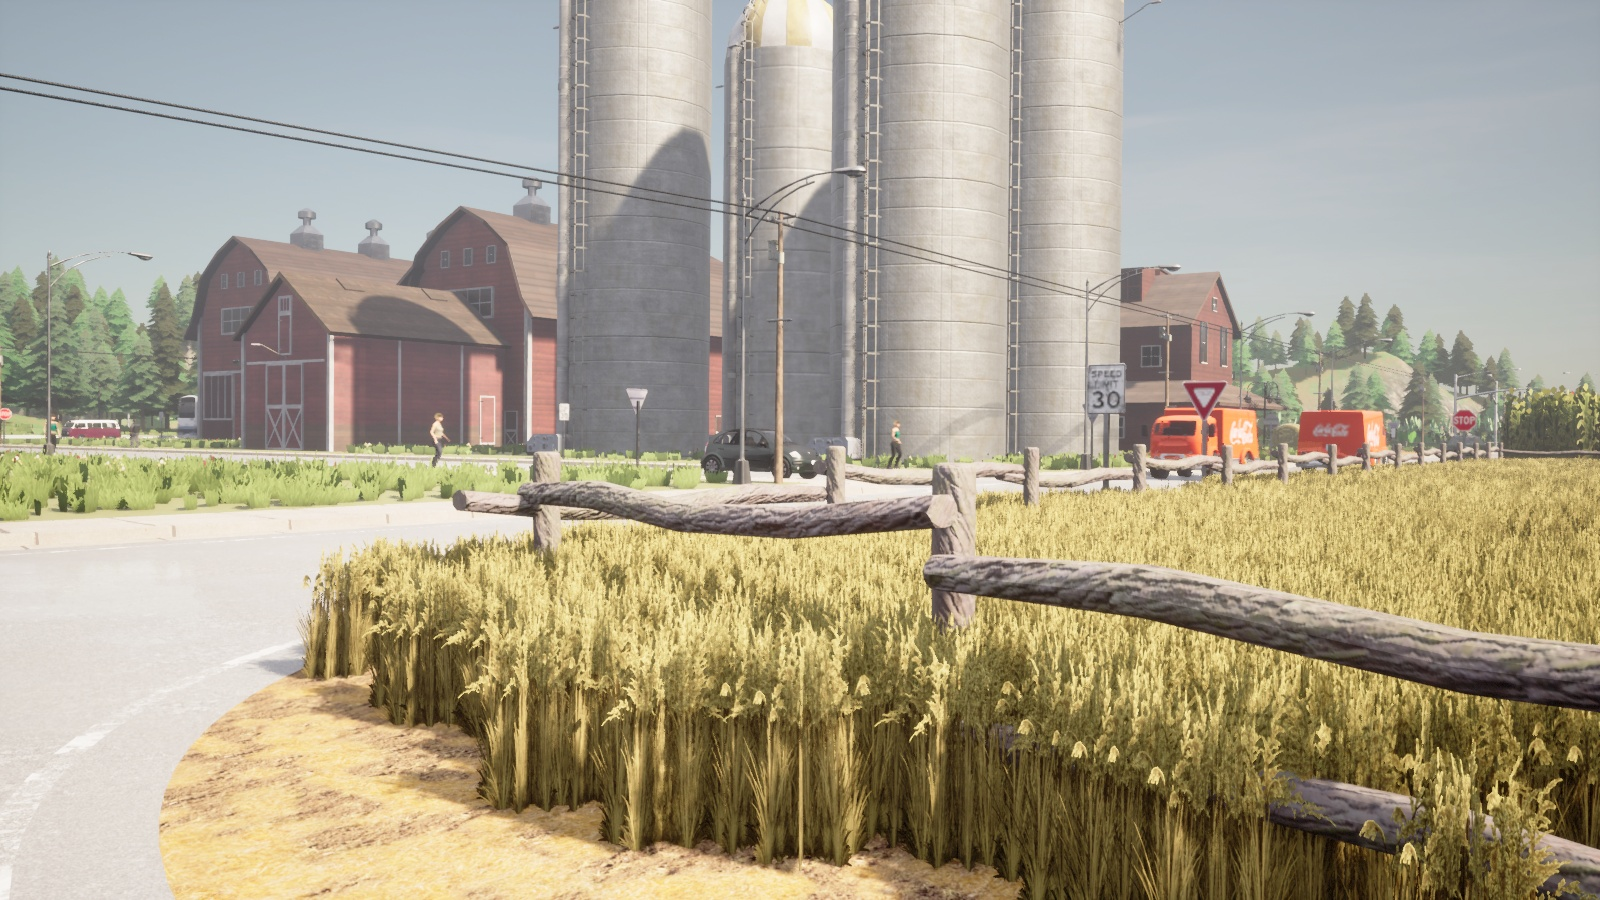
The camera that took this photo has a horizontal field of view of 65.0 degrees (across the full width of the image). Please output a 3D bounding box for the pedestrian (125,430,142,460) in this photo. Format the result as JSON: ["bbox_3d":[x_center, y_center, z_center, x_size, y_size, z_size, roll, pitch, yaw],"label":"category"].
[{"bbox_3d":[-41.427,-0.304,78.073,0.849,1.883,0.563,0,1,34],"label":"pedestrian"}]

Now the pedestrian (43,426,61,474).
[{"bbox_3d":[-28.936,-0.015,48.592,0.594,1.836,0.345,0,1,32],"label":"pedestrian"}]

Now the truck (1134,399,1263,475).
[{"bbox_3d":[13.931,-0.479,43.675,2.627,2.467,5.204,0,1,38],"label":"truck"}]

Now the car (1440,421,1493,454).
[{"bbox_3d":[37.546,-0.715,70.697,2.097,1.767,4.553,0,1,35],"label":"car"}]

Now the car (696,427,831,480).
[{"bbox_3d":[-1.192,0.091,40.225,3.988,1.617,1.851,0,1,35],"label":"car"}]

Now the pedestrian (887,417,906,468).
[{"bbox_3d":[3.538,-0.276,46.175,0.594,1.836,0.345,0,1,36],"label":"pedestrian"}]

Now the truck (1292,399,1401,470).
[{"bbox_3d":[20.157,-0.570,46.221,2.627,2.467,5.204,0,1,36],"label":"truck"}]

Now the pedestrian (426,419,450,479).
[{"bbox_3d":[-11.115,-0.039,38.548,0.594,1.836,0.345,0,1,5],"label":"pedestrian"}]
